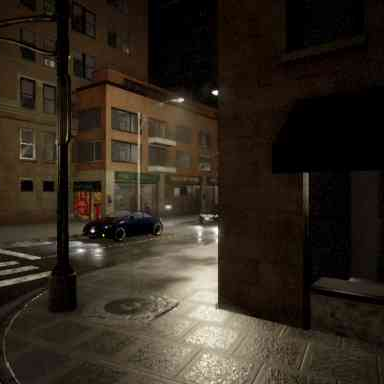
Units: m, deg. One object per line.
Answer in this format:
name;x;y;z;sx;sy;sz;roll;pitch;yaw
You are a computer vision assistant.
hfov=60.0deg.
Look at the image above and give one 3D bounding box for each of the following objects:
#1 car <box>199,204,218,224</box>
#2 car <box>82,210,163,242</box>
car;2.368;1.580;24.704;1.812;1.442;4.674;0;0;35
car;-3.345;1.595;16.696;1.994;1.385;4.181;0;0;35
